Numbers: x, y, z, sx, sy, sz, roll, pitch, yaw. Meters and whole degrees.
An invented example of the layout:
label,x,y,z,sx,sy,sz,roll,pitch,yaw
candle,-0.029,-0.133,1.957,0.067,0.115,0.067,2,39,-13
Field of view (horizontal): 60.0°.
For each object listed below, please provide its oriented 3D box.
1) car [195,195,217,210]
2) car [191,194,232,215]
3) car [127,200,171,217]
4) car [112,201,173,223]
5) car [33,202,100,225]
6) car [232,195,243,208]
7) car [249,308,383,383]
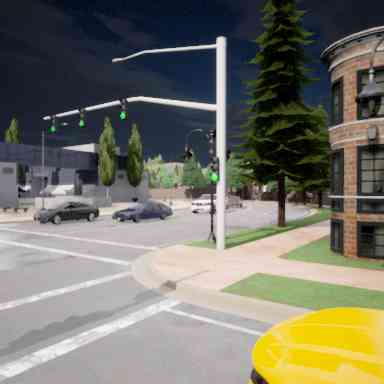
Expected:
label,x,y,z,sx,sy,sz,roll,pitch,yaw
car,1.949,1.338,44.512,2.097,1.767,4.553,0,0,14
car,1.928,1.211,34.933,2.150,2.045,5.566,0,0,27
car,-4.072,1.550,31.806,1.994,1.385,4.181,0,0,31
car,-3.697,1.536,25.974,2.033,1.411,5.357,0,0,35
car,-9.081,1.491,24.431,1.837,1.490,4.892,0,0,35
car,6.112,1.338,47.112,2.097,1.767,4.553,0,0,9
car,2.768,1.478,1.993,5.008,1.535,1.882,0,0,36
